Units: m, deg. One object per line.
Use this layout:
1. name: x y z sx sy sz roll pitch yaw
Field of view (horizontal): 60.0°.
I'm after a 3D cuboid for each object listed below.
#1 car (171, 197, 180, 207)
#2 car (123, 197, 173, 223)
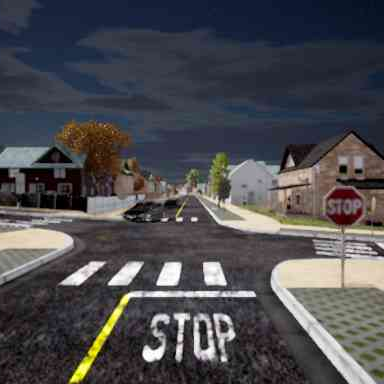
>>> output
1. car: -2.764 1.438 48.620 1.994 1.385 4.181 0 0 0
2. car: -3.431 1.478 25.232 1.837 1.490 4.892 1 2 18
